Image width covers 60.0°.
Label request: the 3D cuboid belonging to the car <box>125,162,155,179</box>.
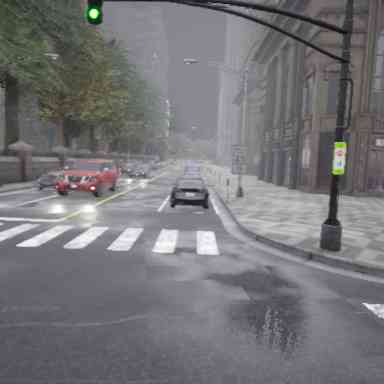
[{"bbox_3d":[-5.714,-2.259,37.112,1.837,1.490,4.892,2,5,1],"label":"car"}]

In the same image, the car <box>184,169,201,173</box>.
[{"bbox_3d":[-0.015,-0.540,21.741,1.947,1.339,4.313,2,5,0],"label":"car"}]

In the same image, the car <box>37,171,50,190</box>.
[{"bbox_3d":[-8.533,-0.900,21.801,2.008,1.369,4.403,2,5,0],"label":"car"}]

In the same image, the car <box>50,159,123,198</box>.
[{"bbox_3d":[-5.870,-0.897,19.351,2.150,2.045,5.566,2,5,0],"label":"car"}]

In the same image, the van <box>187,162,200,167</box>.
[{"bbox_3d":[0.087,-1.765,32.514,1.690,1.788,3.998,2,5,0],"label":"van"}]

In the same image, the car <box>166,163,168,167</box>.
[{"bbox_3d":[-7.916,-7.566,91.947,1.967,1.590,4.097,2,5,0],"label":"car"}]

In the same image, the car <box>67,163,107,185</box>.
[{"bbox_3d":[-8.482,-1.510,27.188,1.967,1.590,4.097,2,5,0],"label":"car"}]

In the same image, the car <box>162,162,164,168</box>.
[{"bbox_3d":[-8.061,-5.939,75.768,1.887,1.381,4.507,2,5,0],"label":"car"}]

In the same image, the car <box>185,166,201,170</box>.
[{"bbox_3d":[0.035,-1.096,27.304,1.752,1.417,4.829,2,5,0],"label":"car"}]

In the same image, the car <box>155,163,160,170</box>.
[{"bbox_3d":[-8.147,-5.156,64.954,2.192,1.841,5.009,2,5,0],"label":"car"}]

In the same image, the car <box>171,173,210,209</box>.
[{"bbox_3d":[-0.062,-0.040,16.344,1.947,1.339,4.313,2,5,0],"label":"car"}]

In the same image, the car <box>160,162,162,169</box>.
[{"bbox_3d":[-8.109,-5.412,70.374,1.947,1.339,4.313,2,5,0],"label":"car"}]

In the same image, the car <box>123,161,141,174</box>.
[{"bbox_3d":[-8.340,-3.016,43.379,1.967,1.590,4.097,2,5,0],"label":"car"}]

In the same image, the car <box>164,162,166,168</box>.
[{"bbox_3d":[-8.016,-6.409,81.169,1.802,1.307,4.206,2,5,0],"label":"car"}]

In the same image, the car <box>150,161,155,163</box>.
[{"bbox_3d":[-8.204,-4.426,59.407,1.752,1.417,4.829,2,5,0],"label":"car"}]
